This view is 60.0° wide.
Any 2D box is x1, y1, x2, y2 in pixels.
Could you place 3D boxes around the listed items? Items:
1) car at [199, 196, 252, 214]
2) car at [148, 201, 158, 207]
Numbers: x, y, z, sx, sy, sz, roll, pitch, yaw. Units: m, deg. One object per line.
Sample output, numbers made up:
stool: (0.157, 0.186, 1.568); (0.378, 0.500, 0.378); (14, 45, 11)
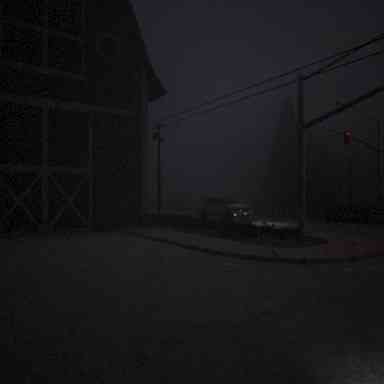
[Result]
car: (2.815, 1.421, 29.467); (2.150, 2.045, 5.566); (0, 0, -34)
car: (-6.644, 1.927, 49.621); (1.895, 1.301, 4.718); (0, 0, -34)
